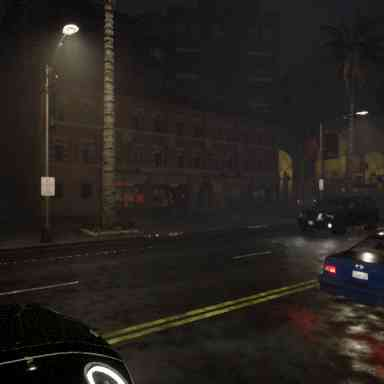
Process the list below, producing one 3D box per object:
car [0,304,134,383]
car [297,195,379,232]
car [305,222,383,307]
[{"bbox_3d":[-2.556,1.352,1.868,4.553,1.767,2.097,0,0,-36],"label":"car"},{"bbox_3d":[8.319,1.221,18.657,5.566,2.045,2.150,0,0,-36],"label":"car"},{"bbox_3d":[5.077,1.547,7.460,5.357,1.411,2.033,0,0,-35],"label":"car"}]
